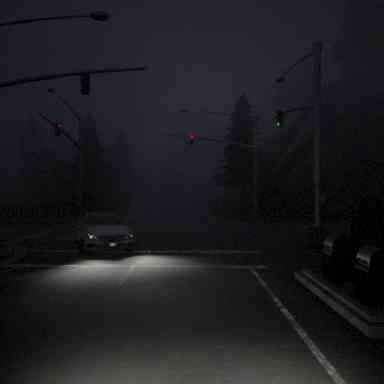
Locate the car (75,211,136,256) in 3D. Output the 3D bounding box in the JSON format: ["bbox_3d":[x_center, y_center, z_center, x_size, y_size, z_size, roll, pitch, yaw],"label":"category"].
[{"bbox_3d":[-3.646,1.525,13.538,1.812,1.442,4.674,2,-1,-24],"label":"car"}]
